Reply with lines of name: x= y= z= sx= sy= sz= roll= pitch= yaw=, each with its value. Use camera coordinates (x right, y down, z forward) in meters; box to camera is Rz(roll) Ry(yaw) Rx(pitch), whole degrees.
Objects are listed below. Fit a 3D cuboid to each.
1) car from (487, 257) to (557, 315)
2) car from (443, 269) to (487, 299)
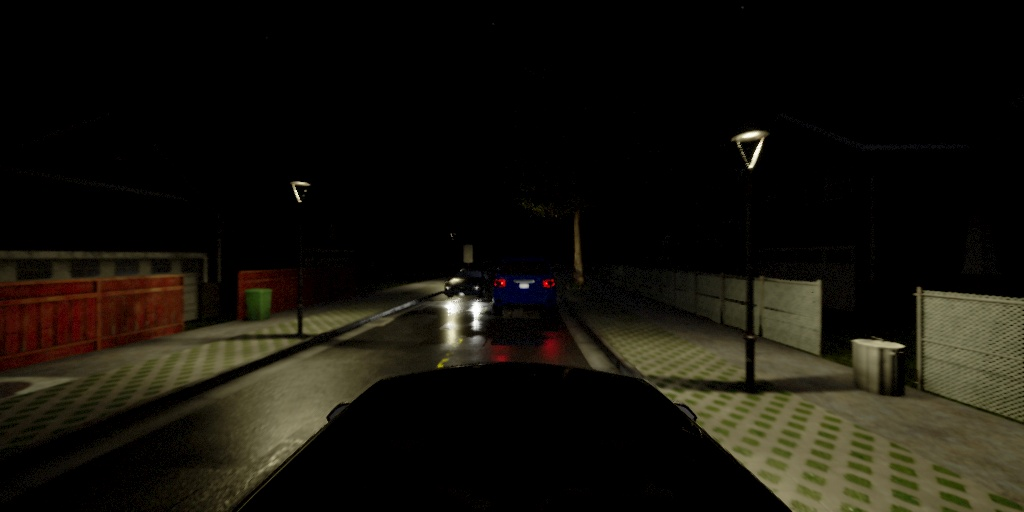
car: x=0.534 y=1.038 z=13.998 sx=2.150 sy=2.045 sz=5.566 roll=0 pitch=0 yaw=3
car: x=-2.127 y=1.384 z=19.097 sx=2.033 sy=1.411 sz=5.357 roll=0 pitch=0 yaw=4
